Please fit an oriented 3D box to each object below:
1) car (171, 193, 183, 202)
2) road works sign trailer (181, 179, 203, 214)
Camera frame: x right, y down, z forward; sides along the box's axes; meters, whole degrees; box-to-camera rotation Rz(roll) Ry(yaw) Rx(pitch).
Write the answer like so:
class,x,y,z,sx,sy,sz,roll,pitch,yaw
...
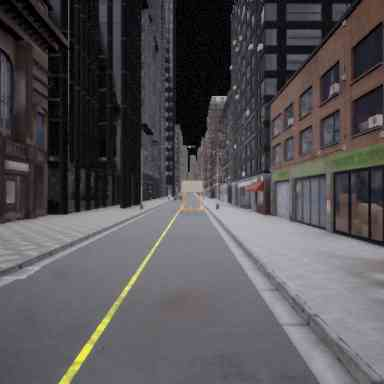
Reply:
class,x,y,z,sx,sy,sz,roll,pitch,yaw
car,-3.000,1.176,75.930,2.150,2.045,5.566,0,0,0
road works sign trailer,0.000,0.455,35.219,2.380,3.560,2.880,0,0,0
